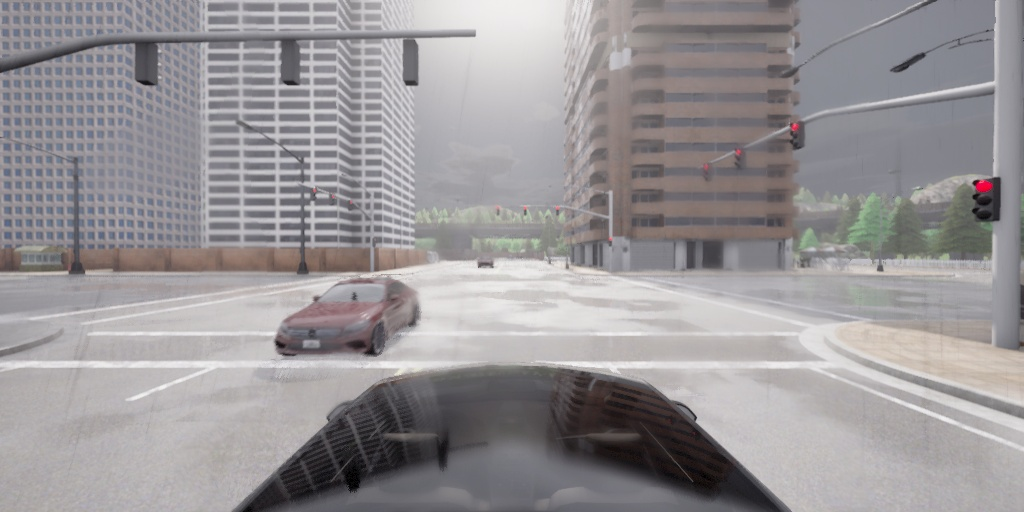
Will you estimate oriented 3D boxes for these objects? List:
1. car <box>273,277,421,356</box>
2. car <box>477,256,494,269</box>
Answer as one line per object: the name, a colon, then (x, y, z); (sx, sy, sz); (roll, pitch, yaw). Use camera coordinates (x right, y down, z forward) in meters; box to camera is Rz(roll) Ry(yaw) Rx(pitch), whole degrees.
car: (-3.498, 1.254, 8.585); (1.812, 1.442, 4.674); (0, 1, 0)
car: (-3.496, 0.724, 48.281); (2.097, 1.767, 4.553); (0, 0, 0)
